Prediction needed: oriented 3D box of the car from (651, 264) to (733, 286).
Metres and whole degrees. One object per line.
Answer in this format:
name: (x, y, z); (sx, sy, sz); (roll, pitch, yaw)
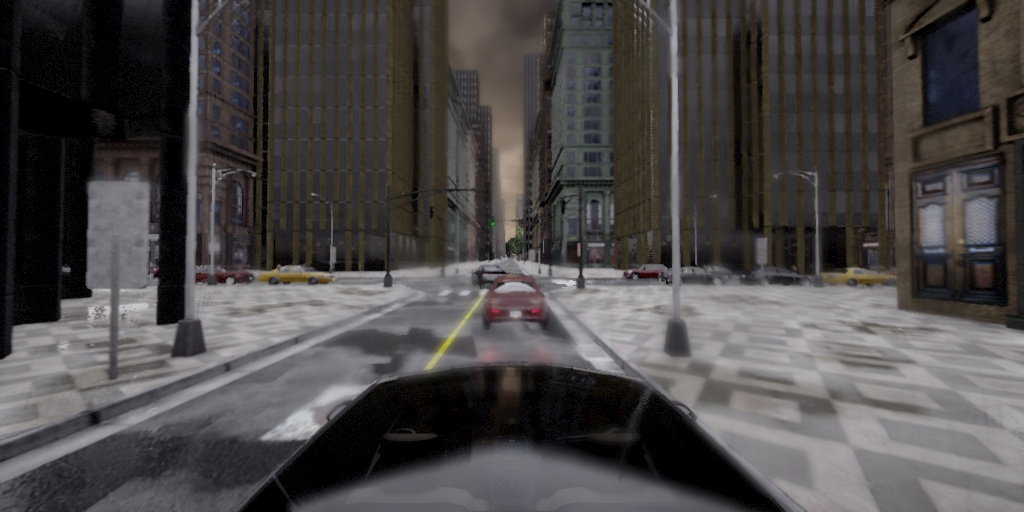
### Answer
car: (12.324, 1.397, 24.605); (4.403, 1.370, 2.007); (0, 0, 0)

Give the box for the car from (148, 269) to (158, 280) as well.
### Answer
car: (-30.964, 1.445, 32.977); (4.507, 1.381, 1.888); (0, 0, 0)

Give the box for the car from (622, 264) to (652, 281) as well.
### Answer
car: (12.324, 1.456, 33.129); (4.097, 1.591, 1.967); (0, 0, 0)

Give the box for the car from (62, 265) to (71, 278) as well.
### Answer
car: (-30.665, 1.297, 24.455); (4.313, 1.339, 1.948); (0, 0, 0)

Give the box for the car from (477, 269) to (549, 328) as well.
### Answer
car: (0.097, 1.323, 11.410); (1.812, 1.442, 4.674); (0, 0, 0)

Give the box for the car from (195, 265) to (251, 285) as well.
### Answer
car: (-20.066, 1.297, 24.492); (4.507, 1.381, 1.888); (0, 0, 0)

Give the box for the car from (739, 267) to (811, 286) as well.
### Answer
car: (17.993, 1.433, 24.625); (4.313, 1.339, 1.948); (0, 0, 0)

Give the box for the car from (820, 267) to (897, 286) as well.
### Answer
car: (23.830, 1.418, 24.645); (4.829, 1.417, 1.751); (0, 0, 0)

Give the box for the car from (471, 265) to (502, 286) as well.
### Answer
car: (-1.562, 1.351, 23.962); (2.128, 1.511, 4.902); (0, 0, -14)

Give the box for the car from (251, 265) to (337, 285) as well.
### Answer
car: (-14.596, 1.290, 24.511); (4.829, 1.417, 1.751); (0, 0, 0)
